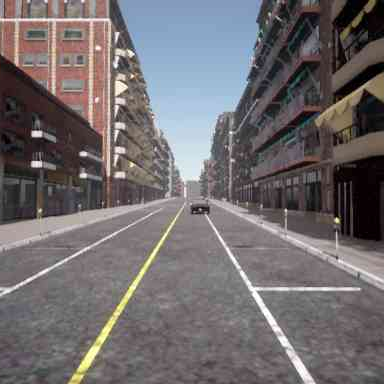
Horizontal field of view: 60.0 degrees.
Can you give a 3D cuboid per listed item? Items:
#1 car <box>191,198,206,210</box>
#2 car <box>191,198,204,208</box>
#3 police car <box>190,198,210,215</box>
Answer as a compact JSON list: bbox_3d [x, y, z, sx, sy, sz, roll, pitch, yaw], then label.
[{"bbox_3d":[0.825,1.566,44.537,1.882,1.535,5.008,0,0,0],"label":"car"},{"bbox_3d":[0.825,1.643,50.539,1.812,1.442,4.674,0,0,0],"label":"car"},{"bbox_3d":[0.825,1.479,34.643,1.930,1.638,5.238,0,0,0],"label":"police car"}]
